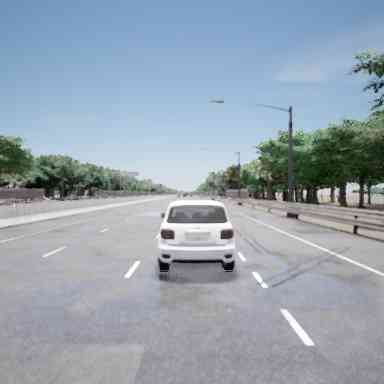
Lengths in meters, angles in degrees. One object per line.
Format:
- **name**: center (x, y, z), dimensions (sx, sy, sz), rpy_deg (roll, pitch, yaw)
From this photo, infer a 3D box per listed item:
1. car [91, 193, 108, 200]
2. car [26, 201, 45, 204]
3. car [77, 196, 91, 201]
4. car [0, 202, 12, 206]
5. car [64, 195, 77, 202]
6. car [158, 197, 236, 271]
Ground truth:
- **car**: center (-21.177, 1.312, 77.700), dimensions (2.150, 2.045, 5.566), rpy_deg (0, 0, 0)
- **car**: center (-17.639, 1.691, 37.566), dimensions (1.994, 1.385, 4.181), rpy_deg (0, 0, 0)
- **car**: center (-24.677, 1.611, 77.717), dimensions (1.812, 1.442, 4.674), rpy_deg (0, 0, 0)
- **car**: center (-21.138, 1.723, 36.249), dimensions (1.895, 1.301, 4.718), rpy_deg (0, 0, 0)
- **car**: center (-28.177, 1.442, 77.737), dimensions (2.097, 1.767, 4.553), rpy_deg (0, 0, 0)
- **car**: center (0.101, 1.292, 11.169), dimensions (2.150, 2.045, 5.566), rpy_deg (0, -1, -1)
